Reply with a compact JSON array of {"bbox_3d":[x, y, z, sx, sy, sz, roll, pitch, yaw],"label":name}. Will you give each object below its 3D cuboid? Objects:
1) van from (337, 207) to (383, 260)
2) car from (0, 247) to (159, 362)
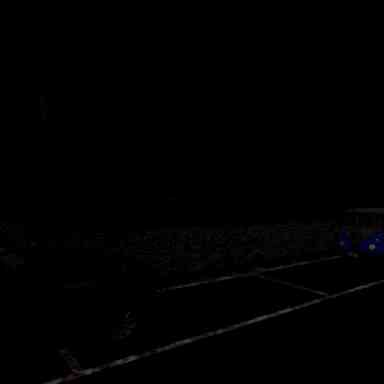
[{"bbox_3d":[6.633,1.421,11.388,3.998,1.788,1.690,0,0,-36],"label":"van"},{"bbox_3d":[-2.544,1.570,4.837,4.313,1.339,1.947,0,0,-36],"label":"car"}]
